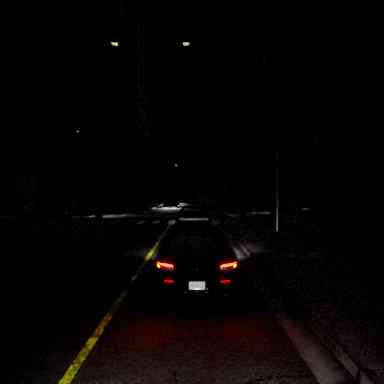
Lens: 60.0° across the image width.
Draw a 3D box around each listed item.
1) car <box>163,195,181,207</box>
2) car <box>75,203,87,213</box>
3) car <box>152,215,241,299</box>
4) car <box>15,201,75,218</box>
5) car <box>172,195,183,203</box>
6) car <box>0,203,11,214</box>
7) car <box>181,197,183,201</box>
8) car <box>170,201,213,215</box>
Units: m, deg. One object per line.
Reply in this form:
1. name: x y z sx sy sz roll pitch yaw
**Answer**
1. car: -3.109 1.547 49.482 1.994 1.385 4.181 0 0 0
2. car: -14.405 1.687 37.465 4.829 1.417 1.752 -1 0 0
3. car: 0.095 1.526 8.306 1.812 1.442 4.674 0 0 0
4. car: -14.082 1.710 31.541 4.718 1.301 1.895 -1 0 -1
5. car: -3.018 1.458 69.524 2.128 1.511 4.902 0 0 0
6. car: -19.859 1.761 37.433 4.507 1.381 1.887 -1 0 0
7. car: -3.092 1.480 59.436 1.837 1.490 4.892 0 0 0
8. car: 0.110 1.491 18.107 2.128 1.511 4.902 0 0 1
